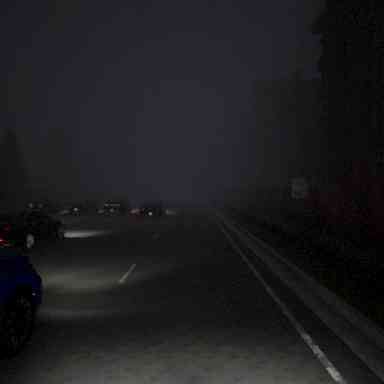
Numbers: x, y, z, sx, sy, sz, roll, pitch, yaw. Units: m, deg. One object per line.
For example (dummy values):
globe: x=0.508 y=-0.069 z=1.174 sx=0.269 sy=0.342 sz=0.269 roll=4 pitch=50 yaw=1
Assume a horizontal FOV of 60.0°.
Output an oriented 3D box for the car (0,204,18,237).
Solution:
car: x=-10.397 y=1.423 z=15.332 sx=2.128 sy=1.511 sz=4.902 roll=0 pitch=0 yaw=0

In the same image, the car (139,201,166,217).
car: x=-3.394 y=1.470 z=29.512 sx=1.895 sy=1.301 sz=4.718 roll=0 pitch=0 yaw=0

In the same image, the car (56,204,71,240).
car: x=-6.897 y=1.444 z=13.664 sx=1.837 sy=1.490 sz=4.892 roll=0 pitch=0 yaw=0

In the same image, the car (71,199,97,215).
car: x=-10.407 y=1.383 z=32.121 sx=1.812 sy=1.442 sz=4.674 roll=0 pitch=0 yaw=0

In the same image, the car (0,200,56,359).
car: x=-3.407 y=1.209 z=2.794 sx=2.150 sy=2.045 sz=5.566 roll=0 pitch=0 yaw=0

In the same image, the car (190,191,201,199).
car: x=1.242 y=0.816 z=92.166 sx=2.150 sy=2.045 sz=5.566 roll=0 pitch=0 yaw=0

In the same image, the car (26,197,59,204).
car: x=-13.894 y=1.215 z=30.820 sx=2.097 sy=1.767 sz=4.553 roll=0 pitch=0 yaw=0

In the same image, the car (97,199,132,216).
car: x=-6.894 y=1.353 z=31.072 sx=2.128 sy=1.511 sz=4.902 roll=0 pitch=0 yaw=0
